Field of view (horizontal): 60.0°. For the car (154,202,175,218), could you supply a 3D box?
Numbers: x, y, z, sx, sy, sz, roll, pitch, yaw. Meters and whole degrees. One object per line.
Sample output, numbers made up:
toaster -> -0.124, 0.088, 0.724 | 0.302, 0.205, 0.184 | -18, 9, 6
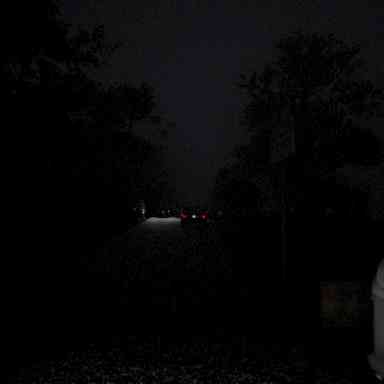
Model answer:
car -> -2.760, 1.819, 34.497 | 1.837, 1.490, 4.892 | 0, -1, 0

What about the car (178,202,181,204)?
car -> -2.343, 2.909, 75.763 | 2.033, 1.411, 5.357 | 0, -2, 1

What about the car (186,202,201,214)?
car -> 0.248, 2.008, 42.985 | 1.812, 1.442, 4.674 | 0, -1, 1

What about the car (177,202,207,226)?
car -> 0.144, 1.708, 24.490 | 2.033, 1.411, 5.357 | 0, -1, 0
